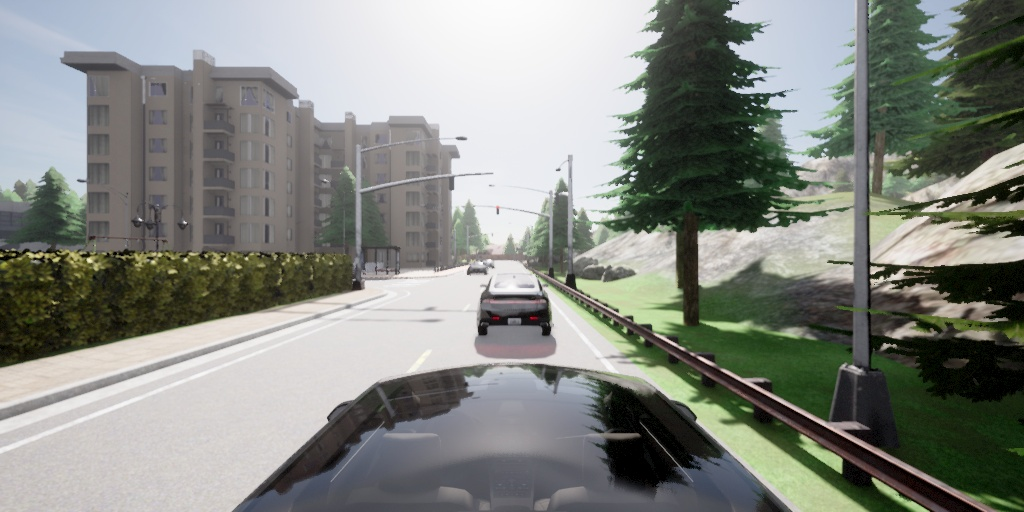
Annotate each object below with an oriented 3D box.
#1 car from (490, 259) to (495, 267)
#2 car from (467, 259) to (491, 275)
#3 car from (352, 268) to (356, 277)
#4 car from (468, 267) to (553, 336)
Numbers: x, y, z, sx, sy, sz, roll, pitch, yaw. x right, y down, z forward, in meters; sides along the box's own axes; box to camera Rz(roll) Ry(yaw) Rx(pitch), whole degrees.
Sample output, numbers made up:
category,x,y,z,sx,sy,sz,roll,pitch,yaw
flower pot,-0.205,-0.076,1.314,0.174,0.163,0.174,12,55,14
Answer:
category,x,y,z,sx,sy,sz,roll,pitch,yaw
car,-3.670,1.242,55.387,2.128,1.511,4.902,0,0,0
car,-3.650,1.315,38.440,1.994,1.385,4.181,0,0,0
car,-15.002,1.283,28.142,5.357,1.411,2.033,0,0,-4
car,0.065,1.242,10.403,2.128,1.511,4.902,0,0,0
